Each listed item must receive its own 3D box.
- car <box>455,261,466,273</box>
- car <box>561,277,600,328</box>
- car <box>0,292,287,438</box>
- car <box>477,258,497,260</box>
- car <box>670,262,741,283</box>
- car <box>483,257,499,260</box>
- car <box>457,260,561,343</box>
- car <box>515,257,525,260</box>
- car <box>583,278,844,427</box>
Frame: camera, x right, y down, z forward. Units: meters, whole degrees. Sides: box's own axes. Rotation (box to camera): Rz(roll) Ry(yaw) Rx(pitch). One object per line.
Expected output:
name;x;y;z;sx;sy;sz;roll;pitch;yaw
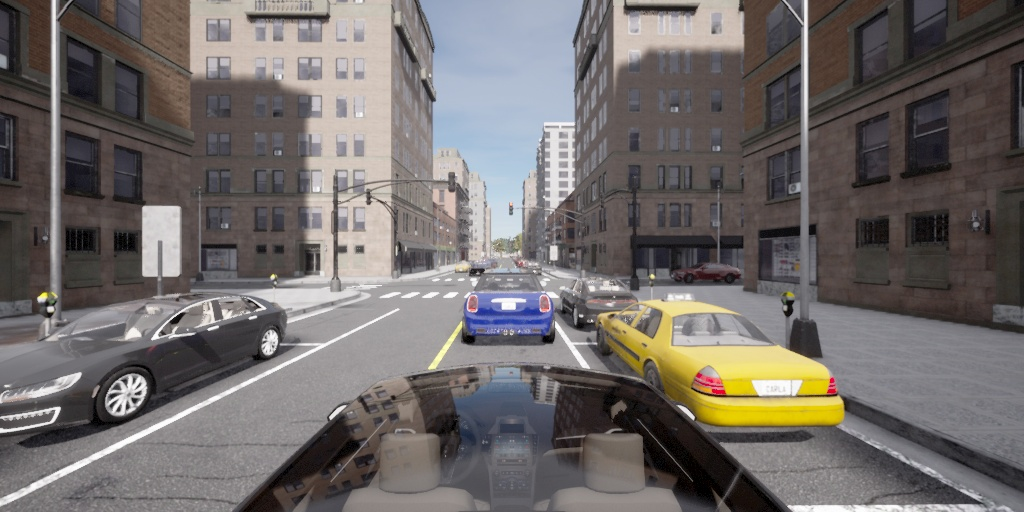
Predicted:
car;-5.875;1.267;43.399;1.751;1.417;4.829;0;0;-1
car;2.536;1.299;11.110;2.007;1.370;4.403;0;0;-1
car;-5.428;1.300;5.608;2.007;1.370;4.403;0;0;-1
car;-3.365;1.288;46.246;2.033;1.411;5.357;0;0;0
car;13.938;1.183;25.883;4.674;1.442;1.812;0;0;1
car;-3.479;1.301;56.252;1.994;1.385;4.181;0;0;-1
car;-0.082;1.101;9.866;2.097;1.767;4.553;0;0;0
car;1.945;1.175;60.710;1.967;1.591;4.097;0;0;-1
car;2.604;1.275;5.874;1.751;1.417;4.829;0;0;-1
